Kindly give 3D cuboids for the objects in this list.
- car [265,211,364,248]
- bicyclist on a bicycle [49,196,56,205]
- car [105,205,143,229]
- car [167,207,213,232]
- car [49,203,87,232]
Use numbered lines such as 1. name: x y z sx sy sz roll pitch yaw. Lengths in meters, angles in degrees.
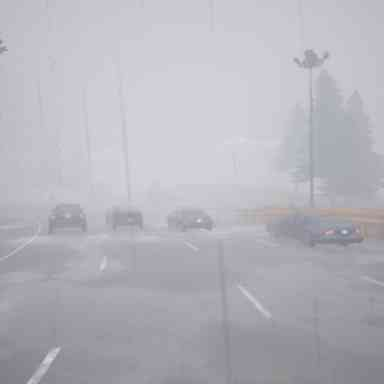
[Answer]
1. car: 5.254 1.585 15.130 2.033 1.411 5.357 0 0 -13
2. bicyclist on a bicycle: -27.083 1.634 64.827 0.582 1.620 1.656 1 -21 28
3. car: -4.662 1.580 22.490 1.882 1.535 5.008 0 0 -21
4. car: -0.229 1.641 21.110 1.994 1.385 4.181 0 0 -19
5. car: -7.947 1.471 21.219 2.097 1.767 4.553 0 0 -21
